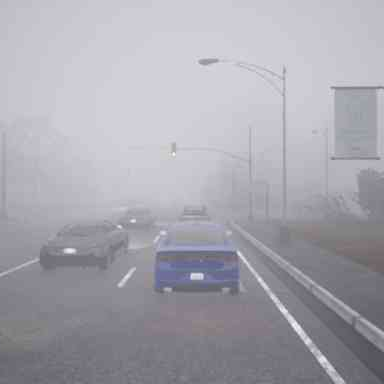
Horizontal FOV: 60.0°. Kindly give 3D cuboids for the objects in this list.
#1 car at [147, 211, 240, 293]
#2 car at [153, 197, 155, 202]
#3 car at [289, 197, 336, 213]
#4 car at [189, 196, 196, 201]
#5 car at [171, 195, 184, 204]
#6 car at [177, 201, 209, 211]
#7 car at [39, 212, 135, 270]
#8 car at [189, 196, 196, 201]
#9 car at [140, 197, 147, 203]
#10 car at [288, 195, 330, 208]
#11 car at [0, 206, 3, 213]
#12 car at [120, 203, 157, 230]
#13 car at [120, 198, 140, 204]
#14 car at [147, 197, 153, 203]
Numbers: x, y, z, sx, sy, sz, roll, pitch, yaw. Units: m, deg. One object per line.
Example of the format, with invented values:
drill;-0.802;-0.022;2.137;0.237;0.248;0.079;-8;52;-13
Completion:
car;0.111;1.508;9.004;1.882;1.535;5.008;0;0;0
car;-10.391;1.828;83.693;1.994;1.385;4.181;0;0;0
car;14.063;1.604;37.585;5.008;1.535;1.882;0;0;3
car;0.110;1.816;84.853;2.033;1.411;5.357;0;0;0
car;-3.314;1.792;68.442;1.994;1.385;4.181;0;0;0
car;0.278;1.561;20.572;2.128;1.511;4.902;0;0;4
car;-3.386;1.602;11.208;1.994;1.385;4.181;0;0;0
car;0.124;1.740;95.273;2.033;1.411;5.357;0;0;0
car;-10.443;1.777;64.063;1.994;1.385;4.181;0;0;2
car;14.775;1.359;41.071;5.566;2.045;2.150;0;0;2
car;-22.921;1.646;36.017;4.674;1.442;1.812;0;0;3
car;-3.370;1.635;21.061;1.994;1.385;4.181;0;0;0
car;-10.515;1.674;54.711;2.128;1.511;4.902;0;0;0
car;-10.405;1.770;73.667;1.812;1.442;4.674;0;0;0
